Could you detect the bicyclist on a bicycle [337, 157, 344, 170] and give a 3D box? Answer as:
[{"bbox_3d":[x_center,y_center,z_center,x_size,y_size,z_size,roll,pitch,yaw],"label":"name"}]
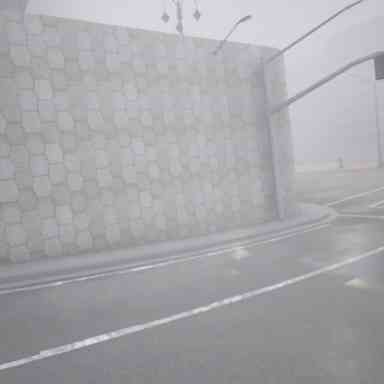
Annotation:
[{"bbox_3d":[20.043,-3.874,44.894,1.656,1.620,0.582,-11,6,-35],"label":"bicyclist on a bicycle"}]
